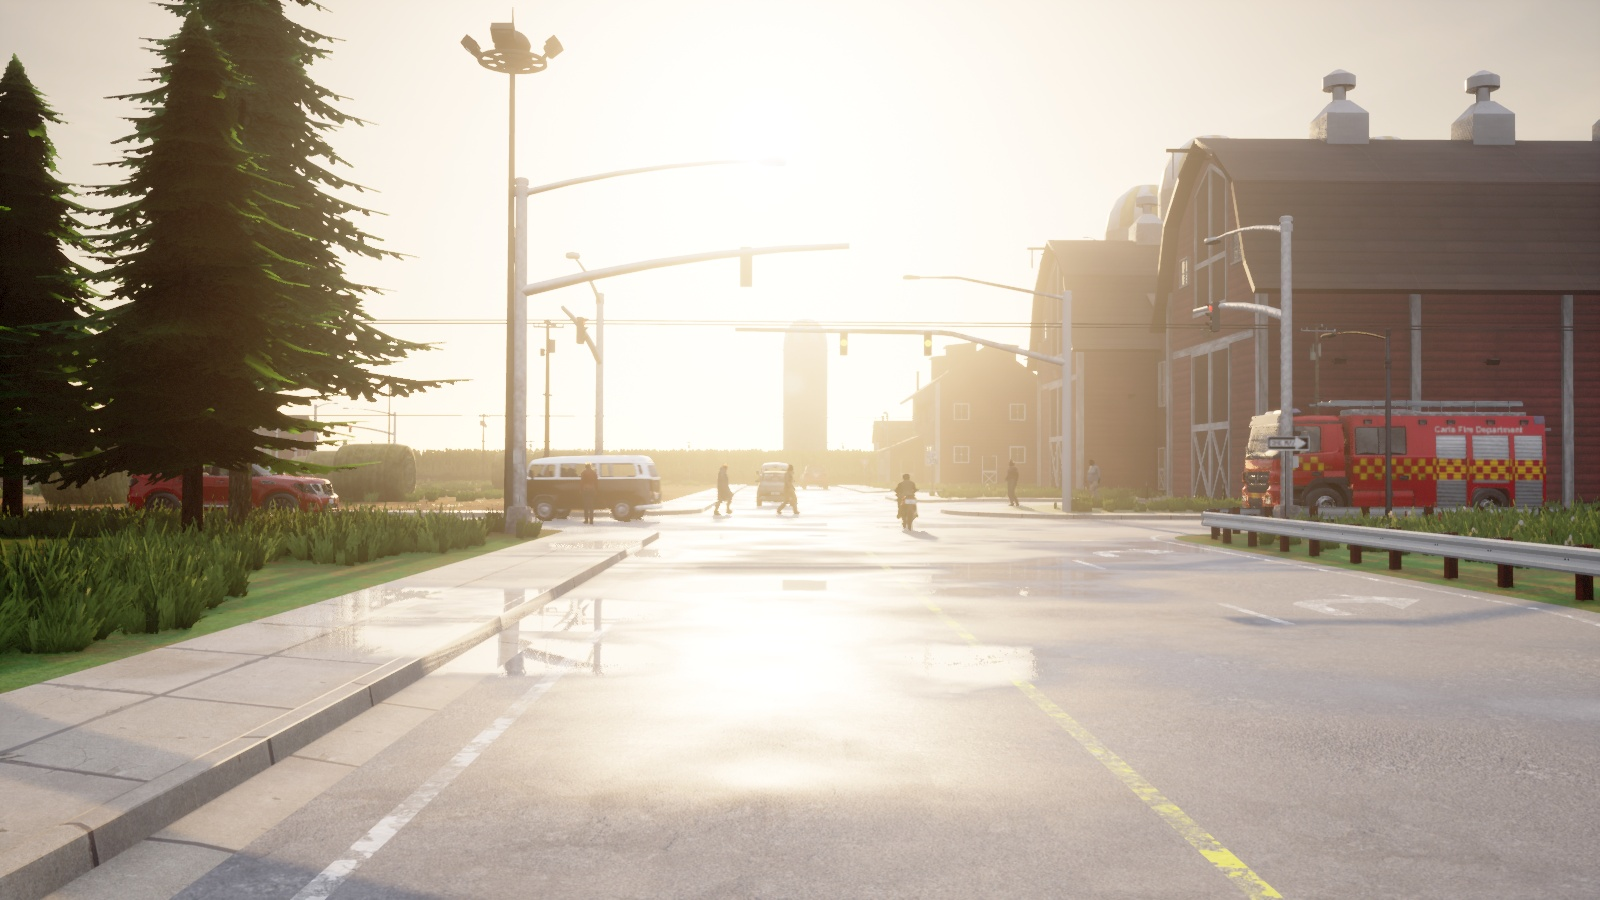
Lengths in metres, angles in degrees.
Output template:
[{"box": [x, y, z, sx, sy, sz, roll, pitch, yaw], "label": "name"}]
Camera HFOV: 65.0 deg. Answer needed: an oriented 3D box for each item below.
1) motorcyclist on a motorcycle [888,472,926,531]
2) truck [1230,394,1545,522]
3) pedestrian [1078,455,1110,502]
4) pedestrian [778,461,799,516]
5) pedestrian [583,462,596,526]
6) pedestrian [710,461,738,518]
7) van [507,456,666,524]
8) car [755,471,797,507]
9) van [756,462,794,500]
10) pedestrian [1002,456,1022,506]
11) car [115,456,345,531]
[{"box": [2.882, 1.367, 33.911, 0.797, 1.523, 2.044, 0, -1, -1], "label": "motorcyclist on a motorcycle"}, {"box": [18.252, 0.264, 39.399, 8.468, 3.827, 2.891, 0, -1, 0], "label": "truck"}, {"box": [11.770, 1.148, 50.311, 0.900, 1.855, 0.874, 0, -1, -20], "label": "pedestrian"}, {"box": [-0.390, 1.356, 44.073, 0.692, 1.930, 0.396, 0, -1, -6], "label": "pedestrian"}, {"box": [-6.146, 1.274, 36.626, 0.331, 1.846, 0.636, 0, -1, -15], "label": "pedestrian"}, {"box": [-2.644, 1.358, 43.681, 0.873, 1.952, 0.659, 0, -1, -12], "label": "pedestrian"}, {"box": [-6.618, 1.244, 39.220, 4.480, 2.038, 2.069, -1, -1, 6], "label": "van"}, {"box": [-1.088, 1.737, 56.270, 1.789, 1.549, 3.705, 0, -1, -1], "label": "car"}, {"box": [-1.390, 1.727, 70.680, 2.069, 2.038, 4.480, 0, -1, -1], "label": "van"}, {"box": [8.228, 1.202, 48.724, 0.666, 1.930, 0.402, 0, -1, -31], "label": "pedestrian"}, {"box": [-16.144, 1.224, 35.784, 5.566, 2.045, 2.150, 0, -1, 0], "label": "car"}]
